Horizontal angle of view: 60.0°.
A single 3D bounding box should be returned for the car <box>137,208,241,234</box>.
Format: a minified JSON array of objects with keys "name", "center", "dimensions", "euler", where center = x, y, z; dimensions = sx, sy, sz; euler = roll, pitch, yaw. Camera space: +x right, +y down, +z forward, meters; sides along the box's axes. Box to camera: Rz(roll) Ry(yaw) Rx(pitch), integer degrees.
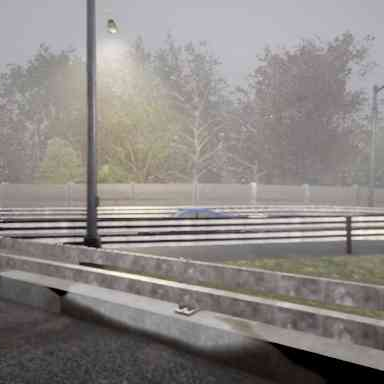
[{"name":"car","center":[-0.151,1.554,16.098],"dimensions":[5.008,1.535,1.882],"euler":[-2,0,-9]}]
